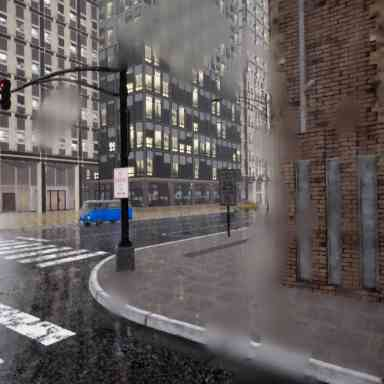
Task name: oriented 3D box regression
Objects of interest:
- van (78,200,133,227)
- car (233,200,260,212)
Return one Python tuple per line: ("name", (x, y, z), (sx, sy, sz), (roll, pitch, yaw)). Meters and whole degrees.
("van", (-6.031, 1.460, 23.500), (1.690, 1.788, 3.998), (-2, -1, 36))
("car", (6.804, 1.689, 41.409), (1.752, 1.417, 4.829), (-2, -1, 36))
